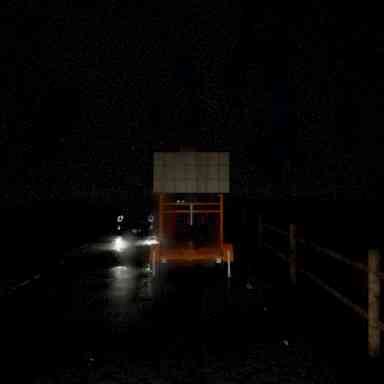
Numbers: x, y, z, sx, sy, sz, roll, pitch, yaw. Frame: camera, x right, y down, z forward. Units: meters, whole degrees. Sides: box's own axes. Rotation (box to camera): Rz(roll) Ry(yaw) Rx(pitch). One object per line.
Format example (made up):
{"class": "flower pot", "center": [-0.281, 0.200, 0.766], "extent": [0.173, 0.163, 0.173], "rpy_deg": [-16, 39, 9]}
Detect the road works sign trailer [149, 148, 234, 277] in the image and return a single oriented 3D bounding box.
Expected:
{"class": "road works sign trailer", "center": [-0.015, 0.467, 10.224], "extent": [2.380, 3.560, 2.880], "rpy_deg": [0, 0, 0]}

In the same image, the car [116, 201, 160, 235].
{"class": "car", "center": [-2.881, 1.358, 18.865], "extent": [2.097, 1.767, 4.553], "rpy_deg": [0, 0, 0]}

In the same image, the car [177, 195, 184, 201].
{"class": "car", "center": [-2.891, 1.563, 86.692], "extent": [2.033, 1.411, 5.357], "rpy_deg": [0, 0, 0]}
